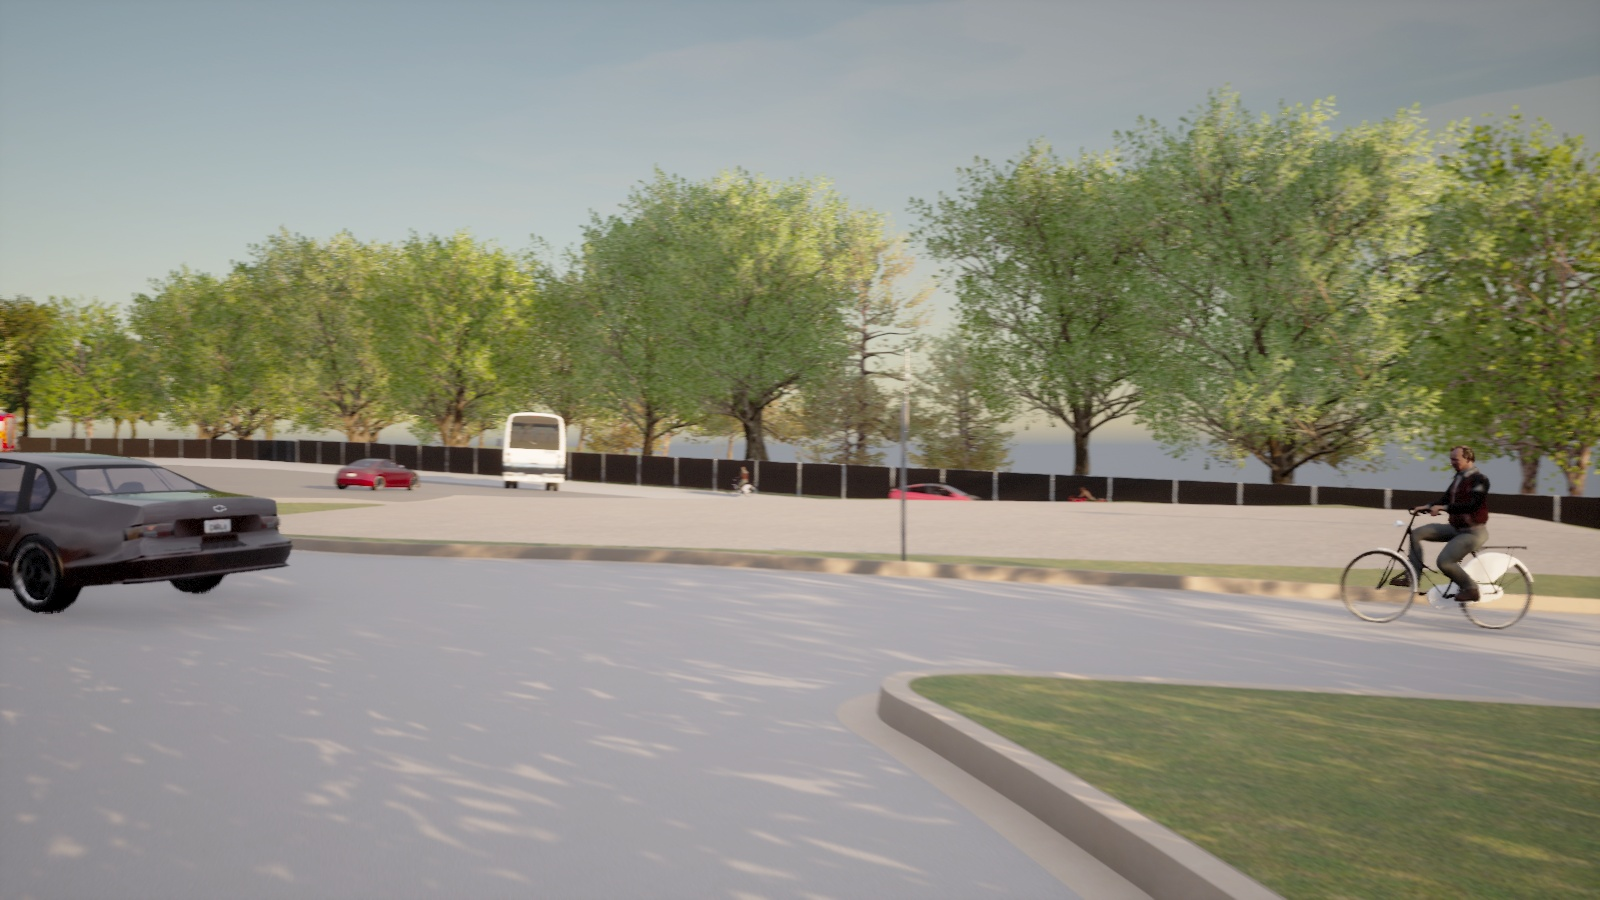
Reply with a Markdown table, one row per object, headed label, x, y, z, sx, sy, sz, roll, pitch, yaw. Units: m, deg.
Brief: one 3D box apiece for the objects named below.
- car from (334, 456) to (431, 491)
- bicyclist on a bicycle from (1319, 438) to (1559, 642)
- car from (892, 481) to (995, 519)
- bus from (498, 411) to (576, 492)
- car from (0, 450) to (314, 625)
| label | x | y | z | sx | sy | sz | roll | pitch | yaw |
| --- | --- | --- | --- | --- | --- | --- | --- | --- | --- |
| car | -18.056 | 1.048 | 54.519 | 1.994 | 1.385 | 4.181 | 2 | -1 | 14 |
| bicyclist on a bicycle | 6.043 | 0.832 | 11.938 | 1.843 | 1.776 | 0.659 | 3 | 0 | 0 |
| car | 6.883 | 2.380 | 60.174 | 4.514 | 1.525 | 2.007 | 2 | 1 | 21 |
| bus | -15.424 | 0.091 | 73.231 | 3.944 | 4.253 | 10.273 | 3 | 0 | -13 |
| car | -7.555 | 0.714 | 12.272 | 5.357 | 1.411 | 2.033 | 0 | 0 | 24 |
